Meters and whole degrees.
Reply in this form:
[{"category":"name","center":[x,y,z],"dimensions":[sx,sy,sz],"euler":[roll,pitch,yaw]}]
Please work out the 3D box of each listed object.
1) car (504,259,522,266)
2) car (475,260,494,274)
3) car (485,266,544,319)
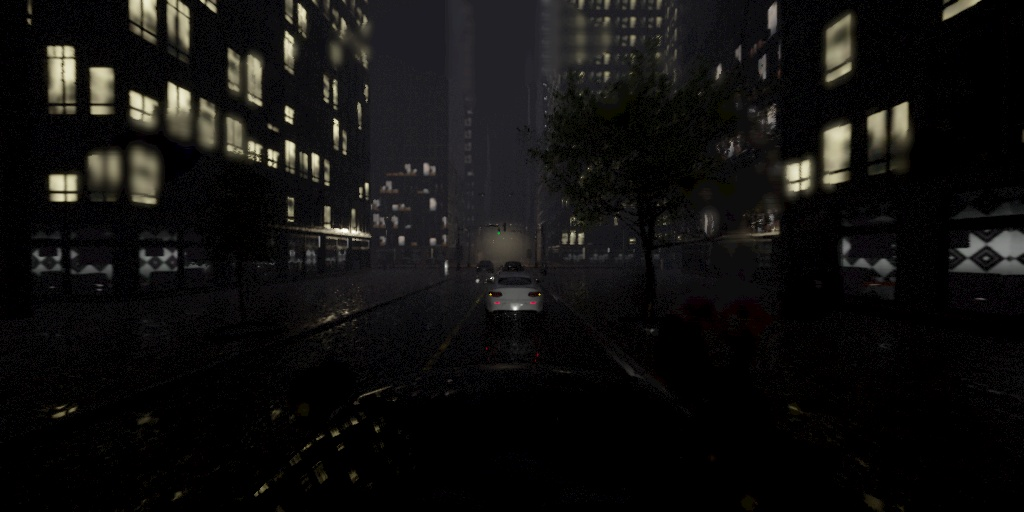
[{"category":"car","center":[0.096,1.208,30.679],"dimensions":[1.837,1.490,4.892],"euler":[0,0,0]},{"category":"car","center":[-3.018,1.217,41.162],"dimensions":[1.812,1.442,4.674],"euler":[0,0,0]},{"category":"car","center":[0.086,1.255,12.625],"dimensions":[1.812,1.442,4.674],"euler":[0,0,0]}]
